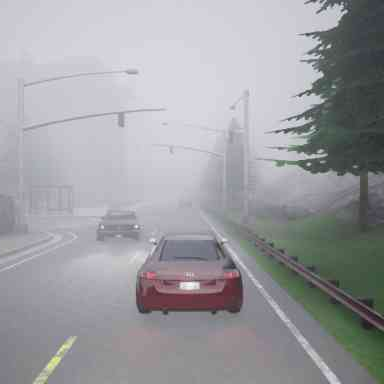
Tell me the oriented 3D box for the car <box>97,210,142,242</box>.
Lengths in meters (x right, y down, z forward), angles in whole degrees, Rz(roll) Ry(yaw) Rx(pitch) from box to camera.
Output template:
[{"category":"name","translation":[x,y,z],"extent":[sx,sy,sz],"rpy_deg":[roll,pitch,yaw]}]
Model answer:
[{"category":"car","translation":[-3.530,1.601,16.613],"extent":[1.895,1.301,4.718],"rpy_deg":[0,0,-10]}]

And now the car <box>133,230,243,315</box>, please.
[{"category":"car","translation":[-0.072,1.564,7.657],"extent":[1.994,1.385,4.181],"rpy_deg":[0,0,-1]}]

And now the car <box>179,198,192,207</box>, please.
[{"category":"car","translation":[-0.995,1.564,51.397],"extent":[1.994,1.385,4.181],"rpy_deg":[0,0,-1]}]
